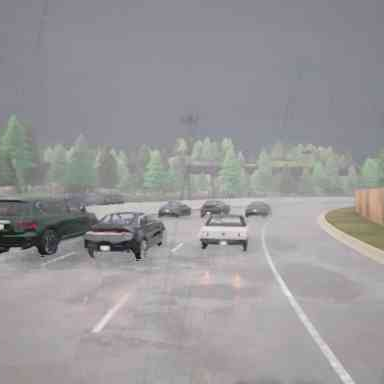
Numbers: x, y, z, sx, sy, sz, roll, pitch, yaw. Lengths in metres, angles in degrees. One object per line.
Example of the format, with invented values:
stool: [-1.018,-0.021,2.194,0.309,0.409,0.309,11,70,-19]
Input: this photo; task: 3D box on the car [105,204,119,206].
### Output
car: [-8.572,1.205,31.838,2.150,2.045,5.566,0,0,19]

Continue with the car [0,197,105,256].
car: [-5.732,1.205,13.285,2.150,2.045,5.566,0,0,9]

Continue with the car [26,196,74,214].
car: [-14.832,1.308,34.955,2.097,1.767,4.553,0,0,20]

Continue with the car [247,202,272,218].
car: [6.291,1.607,31.168,1.994,1.385,4.181,0,0,21]

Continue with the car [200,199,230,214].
car: [2.199,1.530,30.242,1.837,1.490,4.892,0,0,20]

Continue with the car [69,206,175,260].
car: [-2.287,1.488,12.484,2.128,1.511,4.902,0,0,8]

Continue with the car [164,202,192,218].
car: [-1.462,1.574,30.338,1.994,1.385,4.181,0,0,19]

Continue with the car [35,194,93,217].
car: [-12.150,1.190,32.175,2.150,2.045,5.566,0,0,19]

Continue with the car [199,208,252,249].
car: [1.554,1.615,14.614,1.895,1.301,4.718,0,0,10]

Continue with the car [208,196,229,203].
car: [5.713,1.536,70.735,1.882,1.535,5.008,0,0,38]
